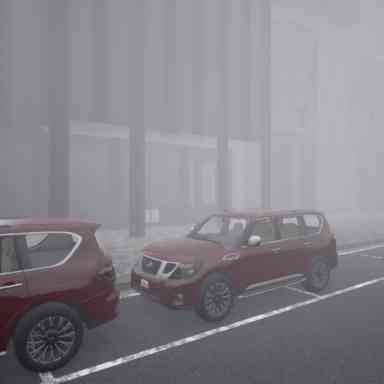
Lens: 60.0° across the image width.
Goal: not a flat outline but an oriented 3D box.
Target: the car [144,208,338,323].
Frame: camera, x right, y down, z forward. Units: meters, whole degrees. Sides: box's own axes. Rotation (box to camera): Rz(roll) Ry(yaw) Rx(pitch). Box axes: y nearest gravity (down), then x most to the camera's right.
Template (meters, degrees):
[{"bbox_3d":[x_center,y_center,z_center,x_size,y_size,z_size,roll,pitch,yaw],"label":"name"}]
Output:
[{"bbox_3d":[1.204,1.314,7.389,5.009,1.841,2.192,0,0,-35],"label":"car"}]

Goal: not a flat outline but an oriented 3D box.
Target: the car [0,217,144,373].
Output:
[{"bbox_3d":[-3.388,1.315,4.114,5.009,1.841,2.192,0,0,-35],"label":"car"}]
